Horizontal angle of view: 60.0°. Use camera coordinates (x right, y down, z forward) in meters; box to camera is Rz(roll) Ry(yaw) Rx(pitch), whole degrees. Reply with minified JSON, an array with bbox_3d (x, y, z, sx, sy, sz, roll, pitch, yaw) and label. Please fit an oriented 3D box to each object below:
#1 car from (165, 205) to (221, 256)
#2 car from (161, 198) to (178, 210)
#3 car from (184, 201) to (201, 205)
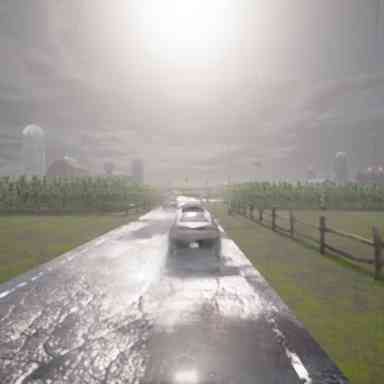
[{"bbox_3d":[0.080,1.497,13.047,2.128,1.511,4.902,0,0,0],"label":"car"},{"bbox_3d":[-2.856,1.555,43.638,1.837,1.490,4.892,0,-1,0],"label":"car"},{"bbox_3d":[0.074,1.527,28.401,1.837,1.490,4.892,0,0,0],"label":"car"}]
